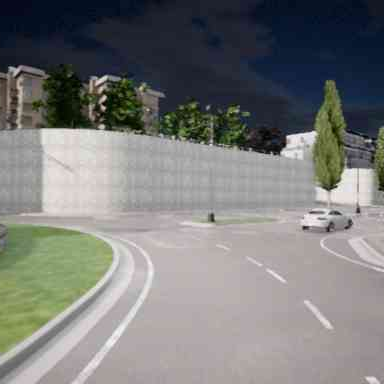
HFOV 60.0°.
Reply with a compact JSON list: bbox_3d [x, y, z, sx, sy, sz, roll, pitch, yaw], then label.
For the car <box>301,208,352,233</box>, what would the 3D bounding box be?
[{"bbox_3d":[9.000,1.822,22.202,4.674,1.442,1.812,1,-1,-44],"label":"car"}]
